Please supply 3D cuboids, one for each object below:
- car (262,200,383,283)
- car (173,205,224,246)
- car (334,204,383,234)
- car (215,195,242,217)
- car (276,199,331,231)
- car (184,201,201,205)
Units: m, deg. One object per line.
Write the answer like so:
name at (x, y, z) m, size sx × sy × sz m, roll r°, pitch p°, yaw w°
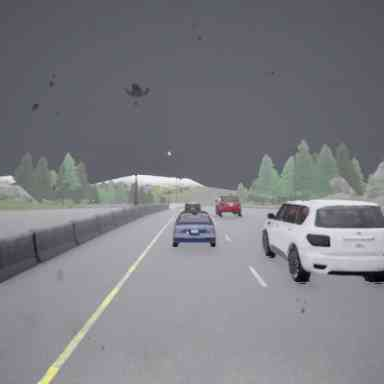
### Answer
car at (3.611, 1.227, 9.816) m, size 2.150 × 2.045 × 5.566 m, roll 0°, pitch 0°, yaw 0°
car at (0.098, 1.556, 15.272) m, size 2.033 × 1.411 × 5.357 m, roll 0°, pitch 0°, yaw 0°
car at (10.597, 1.531, 20.255) m, size 1.837 × 1.490 × 4.892 m, roll 0°, pitch 0°, yaw 0°
car at (3.584, 1.373, 33.371) m, size 2.150 × 2.045 × 5.566 m, roll 0°, pitch -1°, yaw 0°
car at (7.097, 1.392, 21.709) m, size 2.097 × 1.767 × 4.553 m, roll 0°, pitch -1°, yaw 0°
car at (0.095, 1.799, 39.264) m, size 1.882 × 1.535 × 5.008 m, roll 0°, pitch -2°, yaw 0°
